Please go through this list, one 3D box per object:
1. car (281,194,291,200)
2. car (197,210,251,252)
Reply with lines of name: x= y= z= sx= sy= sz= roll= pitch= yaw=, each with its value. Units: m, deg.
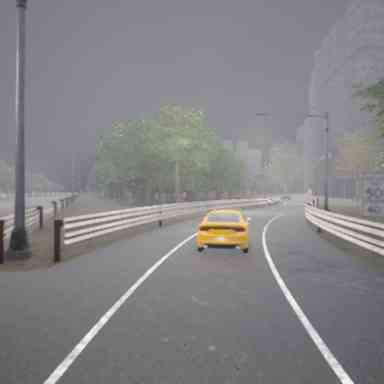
car: x=25.903 y=1.326 z=91.824 sx=2.097 sy=1.767 sz=4.553 roll=0 pitch=0 yaw=6
car: x=1.433 y=1.482 z=14.007 sx=1.882 sy=1.535 sz=5.008 roll=0 pitch=0 yaw=10
